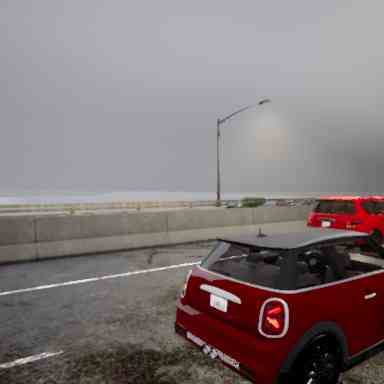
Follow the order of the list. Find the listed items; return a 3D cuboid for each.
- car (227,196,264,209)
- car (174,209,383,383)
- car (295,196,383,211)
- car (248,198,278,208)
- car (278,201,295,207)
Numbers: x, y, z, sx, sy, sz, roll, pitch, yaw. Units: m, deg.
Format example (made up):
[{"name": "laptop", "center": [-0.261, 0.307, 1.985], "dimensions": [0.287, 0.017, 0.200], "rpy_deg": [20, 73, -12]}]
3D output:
[{"name": "car", "center": [5.674, 1.264, 33.689], "dimensions": [4.553, 1.767, 2.097], "rpy_deg": [0, 0, -35]}, {"name": "car", "center": [2.050, 1.335, 5.198], "dimensions": [4.553, 1.767, 2.097], "rpy_deg": [0, 0, -35]}, {"name": "car", "center": [6.734, 1.174, 12.807], "dimensions": [5.566, 2.045, 2.150], "rpy_deg": [0, 0, -35]}, {"name": "car", "center": [7.673, 1.476, 30.817], "dimensions": [4.181, 1.385, 1.994], "rpy_deg": [0, 0, -35]}, {"name": "car", "center": [9.781, 1.416, 28.022], "dimensions": [4.892, 1.490, 1.837], "rpy_deg": [0, 0, -35]}]
